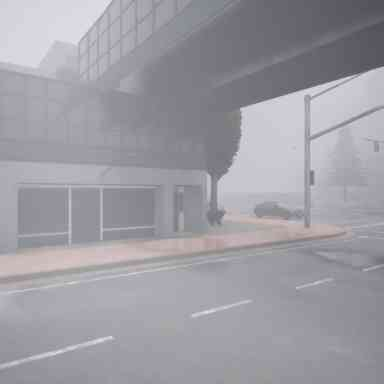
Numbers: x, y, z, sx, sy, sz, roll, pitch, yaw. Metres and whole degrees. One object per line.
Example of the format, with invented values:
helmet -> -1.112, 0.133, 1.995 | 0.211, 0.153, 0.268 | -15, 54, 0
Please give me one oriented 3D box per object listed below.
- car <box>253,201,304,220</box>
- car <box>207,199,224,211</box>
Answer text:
car -> 7.300, 1.526, 28.418 | 1.812, 1.442, 4.674 | 0, 0, -36
car -> 1.494, 1.491, 36.481 | 2.128, 1.511, 4.902 | 0, 0, -36
